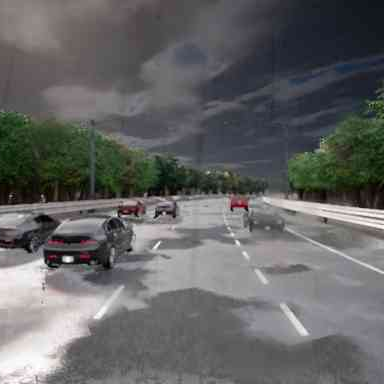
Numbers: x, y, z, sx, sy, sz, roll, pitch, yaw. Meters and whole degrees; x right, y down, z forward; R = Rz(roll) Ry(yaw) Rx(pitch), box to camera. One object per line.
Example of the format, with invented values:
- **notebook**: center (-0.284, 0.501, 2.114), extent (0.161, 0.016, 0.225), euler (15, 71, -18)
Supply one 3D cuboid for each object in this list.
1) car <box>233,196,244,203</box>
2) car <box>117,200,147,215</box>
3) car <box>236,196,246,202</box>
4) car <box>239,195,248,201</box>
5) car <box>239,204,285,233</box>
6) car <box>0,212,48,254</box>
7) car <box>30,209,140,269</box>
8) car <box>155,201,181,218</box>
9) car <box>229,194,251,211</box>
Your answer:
- **car**: center (9.998, 1.637, 71.300), extent (2.163, 1.488, 4.792), euler (0, 0, 10)
- **car**: center (-5.603, 1.529, 31.541), extent (1.882, 1.535, 5.008), euler (0, 0, 4)
- **car**: center (12.043, 1.702, 81.746), extent (2.033, 1.411, 5.357), euler (0, 0, 12)
- **car**: center (14.371, 1.609, 92.164), extent (2.033, 1.649, 4.856), euler (0, 0, 13)
- **car**: center (4.151, 1.639, 19.959), extent (1.895, 1.301, 4.718), euler (0, 0, 3)
- **car**: center (-6.625, 1.542, 13.493), extent (1.812, 1.442, 4.674), euler (0, 0, 2)
- **car**: center (-3.195, 1.520, 11.166), extent (1.837, 1.490, 4.892), euler (0, 0, 2)
- **car**: center (-2.176, 1.557, 30.452), extent (1.837, 1.490, 4.892), euler (0, 0, 4)
- **car**: center (5.886, 1.301, 41.879), extent (2.150, 2.045, 5.566), euler (0, 0, 6)
